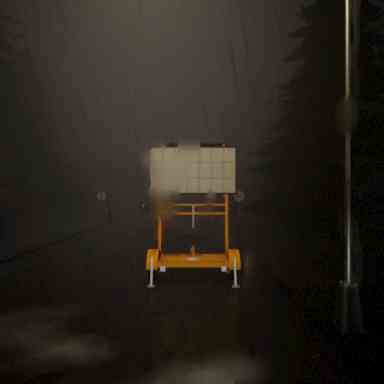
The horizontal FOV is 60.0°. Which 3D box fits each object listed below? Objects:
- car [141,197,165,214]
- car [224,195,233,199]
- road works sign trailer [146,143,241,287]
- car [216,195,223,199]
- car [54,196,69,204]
[{"bbox_3d":[-4.024,1.351,35.002,2.097,1.767,4.553,0,0,0],"label":"car"},{"bbox_3d":[11.322,1.515,92.995,1.853,1.218,4.536,0,0,30],"label":"car"},{"bbox_3d":[0.037,0.464,9.263,2.380,3.560,2.880,0,0,0],"label":"road works sign trailer"},{"bbox_3d":[8.551,1.429,93.391,3.633,1.501,1.845,0,0,11],"label":"car"},{"bbox_3d":[-23.774,1.412,60.510,1.845,1.501,3.633,0,0,0],"label":"car"}]
